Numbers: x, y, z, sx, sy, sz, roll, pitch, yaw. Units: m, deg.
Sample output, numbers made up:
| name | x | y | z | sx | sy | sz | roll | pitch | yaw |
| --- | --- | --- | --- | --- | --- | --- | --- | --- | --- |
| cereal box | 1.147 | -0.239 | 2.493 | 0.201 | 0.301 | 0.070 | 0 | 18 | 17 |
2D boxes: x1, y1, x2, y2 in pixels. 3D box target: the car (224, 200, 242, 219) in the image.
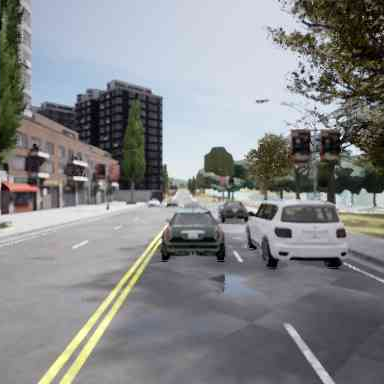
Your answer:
| name | x | y | z | sx | sy | sz | roll | pitch | yaw |
| --- | --- | --- | --- | --- | --- | --- | --- | --- | --- |
| car | 3.302 | 1.472 | 27.522 | 2.097 | 1.767 | 4.553 | 0 | 0 | 1 |

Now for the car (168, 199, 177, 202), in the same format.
| name | x | y | z | sx | sy | sz | roll | pitch | yaw |
| --- | --- | --- | --- | --- | --- | --- | --- | --- | --- |
| car | -3.293 | 1.900 | 57.030 | 2.033 | 1.411 | 5.357 | 0 | -1 | 1 |

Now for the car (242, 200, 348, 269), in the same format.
| name | x | y | z | sx | sy | sz | roll | pitch | yaw |
| --- | --- | --- | --- | --- | --- | --- | --- | --- | --- |
| car | 3.289 | 1.263 | 11.494 | 2.150 | 2.045 | 5.566 | 0 | 0 | 1 |

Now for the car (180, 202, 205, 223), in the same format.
| name | x | y | z | sx | sy | sz | roll | pitch | yaw |
| --- | --- | --- | --- | --- | --- | --- | --- | --- | --- |
| car | 0.053 | 1.628 | 27.647 | 1.837 | 1.490 | 4.892 | 0 | 0 | 0 |

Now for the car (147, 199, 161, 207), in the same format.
| name | x | y | z | sx | sy | sz | roll | pitch | yaw |
| --- | --- | --- | --- | --- | --- | --- | --- | --- | --- |
| car | -6.548 | 1.879 | 57.031 | 1.812 | 1.442 | 4.674 | 0 | -1 | 0 |

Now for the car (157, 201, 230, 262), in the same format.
| name | x | y | z | sx | sy | sz | roll | pitch | yaw |
| --- | --- | --- | --- | --- | --- | --- | --- | --- | --- |
| car | 0.049 | 1.396 | 12.515 | 2.097 | 1.767 | 4.553 | 0 | 0 | 0 |
